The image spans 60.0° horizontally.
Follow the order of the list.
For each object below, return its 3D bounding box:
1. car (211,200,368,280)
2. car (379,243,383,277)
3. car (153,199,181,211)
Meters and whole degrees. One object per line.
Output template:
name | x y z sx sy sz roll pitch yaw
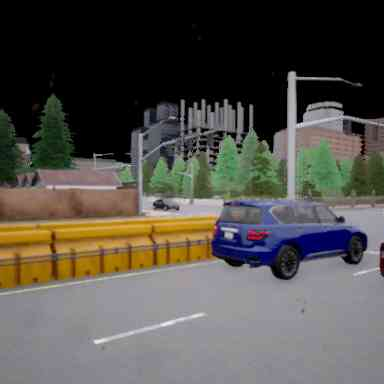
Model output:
car | 3.164 1.266 10.323 5.566 2.045 2.150 1 0 -35
car | 6.825 1.534 8.636 5.008 1.535 1.882 0 0 -35
car | -3.265 1.620 42.094 1.837 1.490 4.892 0 0 -33
